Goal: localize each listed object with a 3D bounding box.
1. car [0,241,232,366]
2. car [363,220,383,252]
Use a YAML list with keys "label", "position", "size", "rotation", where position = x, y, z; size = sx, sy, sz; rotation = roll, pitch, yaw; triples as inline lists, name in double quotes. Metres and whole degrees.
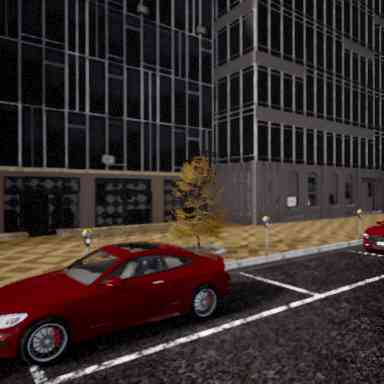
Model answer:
- label: "car"
  position: [-1.177, 1.568, 5.717]
  size: [4.206, 1.307, 1.802]
  rotation: [0, 0, -35]
- label: "car"
  position: [8.091, 1.456, 12.328]
  size: [4.507, 1.381, 1.887]
  rotation: [0, 0, -35]
